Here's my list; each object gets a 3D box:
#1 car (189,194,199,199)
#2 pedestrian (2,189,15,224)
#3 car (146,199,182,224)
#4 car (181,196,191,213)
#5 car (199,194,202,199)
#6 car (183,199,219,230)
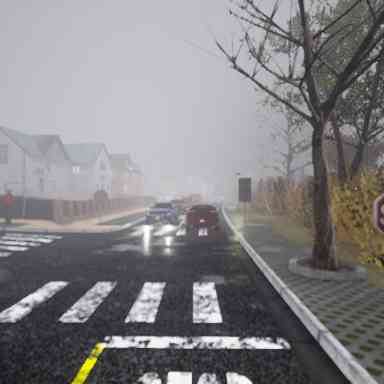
[{"bbox_3d":[-0.640,1.361,43.884,2.097,1.767,4.553,0,0,5],"label":"car"},{"bbox_3d":[-9.505,0.732,17.247,0.375,1.860,0.375,0,-3,0],"label":"pedestrian"},{"bbox_3d":[-2.113,1.489,24.763,1.812,1.442,4.674,0,0,5],"label":"car"},{"bbox_3d":[-1.465,1.452,34.092,1.882,1.535,5.008,0,0,4],"label":"car"},{"bbox_3d":[0.497,1.277,54.636,2.150,2.045,5.566,0,0,7],"label":"car"},{"bbox_3d":[0.671,1.441,20.730,1.882,1.535,5.008,0,0,2],"label":"car"}]
